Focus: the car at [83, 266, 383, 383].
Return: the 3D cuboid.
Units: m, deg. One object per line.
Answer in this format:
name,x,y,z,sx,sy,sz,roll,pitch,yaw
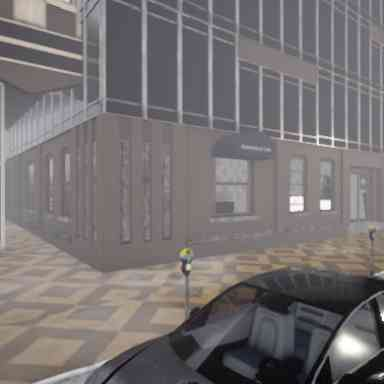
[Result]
car,1.055,1.563,3.316,4.313,1.339,1.947,0,0,-37
